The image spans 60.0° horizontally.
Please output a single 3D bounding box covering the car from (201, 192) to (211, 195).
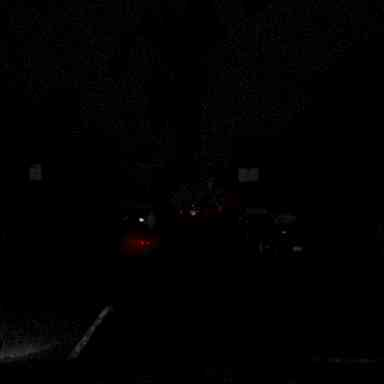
[{"bbox_3d":[3.208,1.155,56.803,2.435,2.045,5.566,0,0,0],"label":"car"}]

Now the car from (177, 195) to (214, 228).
[{"bbox_3d":[0.094,1.323,22.269,2.097,1.767,4.553,0,0,0],"label":"car"}]

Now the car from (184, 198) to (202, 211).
[{"bbox_3d":[0.089,1.512,39.911,1.994,1.385,4.181,0,0,0],"label":"car"}]

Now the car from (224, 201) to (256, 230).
[{"bbox_3d":[3.222,1.457,18.094,2.231,1.521,4.892,0,0,0],"label":"car"}]

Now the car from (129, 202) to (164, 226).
[{"bbox_3d":[-3.157,1.475,23.182,1.837,1.490,4.892,0,0,0],"label":"car"}]

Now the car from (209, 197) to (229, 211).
[{"bbox_3d":[3.213,1.424,40.510,1.946,1.575,5.366,0,0,0],"label":"car"}]

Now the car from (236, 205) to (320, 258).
[{"bbox_3d":[3.222,1.464,12.568,2.231,1.521,4.892,0,0,0],"label":"car"}]

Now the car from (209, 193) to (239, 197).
[{"bbox_3d":[3.215,1.309,34.768,2.185,1.767,4.553,0,0,0],"label":"car"}]

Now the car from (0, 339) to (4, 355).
[{"bbox_3d":[-3.152,1.546,1.463,2.033,1.411,5.357,0,0,0],"label":"car"}]

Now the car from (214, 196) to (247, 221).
[{"bbox_3d":[3.217,1.438,29.460,1.946,1.575,5.366,0,0,0],"label":"car"}]

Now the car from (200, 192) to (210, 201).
[{"bbox_3d":[3.197,1.119,84.427,2.435,2.045,5.566,0,0,0],"label":"car"}]
